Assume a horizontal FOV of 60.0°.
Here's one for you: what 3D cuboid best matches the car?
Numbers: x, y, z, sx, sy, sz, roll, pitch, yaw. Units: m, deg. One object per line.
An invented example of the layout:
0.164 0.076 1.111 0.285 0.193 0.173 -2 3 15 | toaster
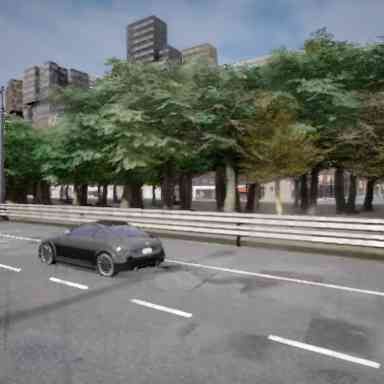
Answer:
-2.845 1.568 10.202 4.181 1.385 1.994 0 0 36 | car
